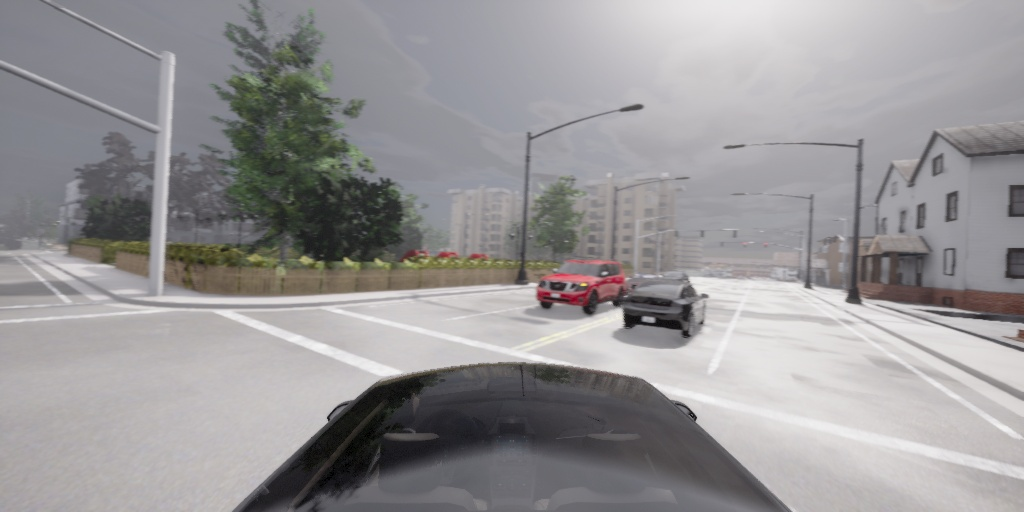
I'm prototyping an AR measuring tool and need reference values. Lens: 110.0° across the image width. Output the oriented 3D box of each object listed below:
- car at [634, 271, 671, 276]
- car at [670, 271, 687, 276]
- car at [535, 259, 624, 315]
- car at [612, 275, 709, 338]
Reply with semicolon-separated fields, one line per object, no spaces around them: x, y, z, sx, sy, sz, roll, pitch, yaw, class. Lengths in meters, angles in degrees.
8.757;1.820;23.537;1.994;1.385;4.181;3;0;34;car
14.392;2.039;31.734;1.882;1.535;5.008;3;0;35;car
3.162;1.173;15.341;2.150;2.045;5.566;3;0;34;car
5.059;1.540;11.643;1.837;1.490;4.892;2;0;35;car
